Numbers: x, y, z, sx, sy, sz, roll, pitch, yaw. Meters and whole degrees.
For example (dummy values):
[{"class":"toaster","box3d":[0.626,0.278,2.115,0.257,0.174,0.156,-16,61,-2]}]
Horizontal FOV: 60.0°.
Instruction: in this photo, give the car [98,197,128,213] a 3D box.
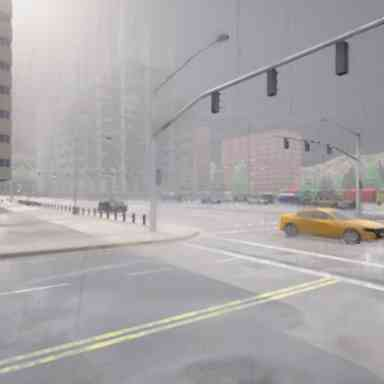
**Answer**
[{"class":"car","box3d":[-8.968,1.417,37.635,2.097,1.767,4.553,0,0,-36]}]

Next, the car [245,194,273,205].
[{"class":"car","box3d":[12.028,1.613,60.193,1.970,1.475,3.806,0,0,-36]}]

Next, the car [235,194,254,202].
[{"class":"car","box3d":[12.483,1.426,79.117,1.932,1.855,4.605,0,0,-36]}]

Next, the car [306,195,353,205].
[{"class":"car","box3d":[17.568,1.343,42.761,1.932,1.855,4.605,0,0,-36]}]

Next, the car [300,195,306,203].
[{"class":"car","box3d":[25.741,1.453,70.068,1.932,1.855,4.605,0,0,-36]}]

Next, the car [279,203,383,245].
[{"class":"car","box3d":[6.622,1.549,16.236,1.882,1.535,5.008,0,0,-38]}]

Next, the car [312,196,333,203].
[{"class":"car","box3d":[28.136,1.678,71.696,1.784,1.438,3.905,0,0,-36]}]

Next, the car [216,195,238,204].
[{"class":"car","box3d":[7.966,1.641,75.840,1.970,1.475,3.806,0,0,-36]}]

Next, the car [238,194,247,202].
[{"class":"car","box3d":[10.325,1.624,77.519,1.784,1.438,3.905,0,0,-36]}]

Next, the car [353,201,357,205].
[{"class":"car","box3d":[19.957,1.360,44.396,1.905,1.878,3.866,0,0,-36]}]
